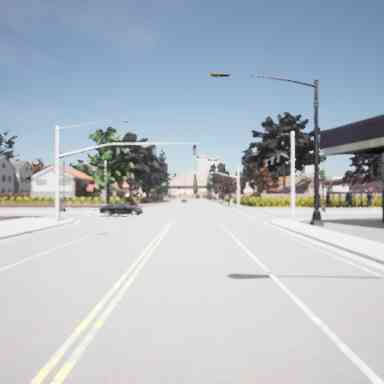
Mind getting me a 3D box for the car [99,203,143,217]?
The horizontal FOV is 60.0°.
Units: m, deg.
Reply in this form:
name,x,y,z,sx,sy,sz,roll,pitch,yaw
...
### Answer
name,x,y,z,sx,sy,sz,roll,pitch,yaw
car,-7.700,1.894,36.150,4.674,1.442,1.812,1,-1,1
